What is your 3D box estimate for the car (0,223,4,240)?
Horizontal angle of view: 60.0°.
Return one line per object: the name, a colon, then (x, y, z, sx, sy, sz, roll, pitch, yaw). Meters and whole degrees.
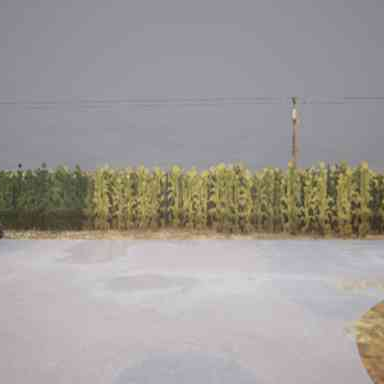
car: (-10.254, 1.552, 13.923, 4.181, 1.385, 1.994, 0, 0, 4)
